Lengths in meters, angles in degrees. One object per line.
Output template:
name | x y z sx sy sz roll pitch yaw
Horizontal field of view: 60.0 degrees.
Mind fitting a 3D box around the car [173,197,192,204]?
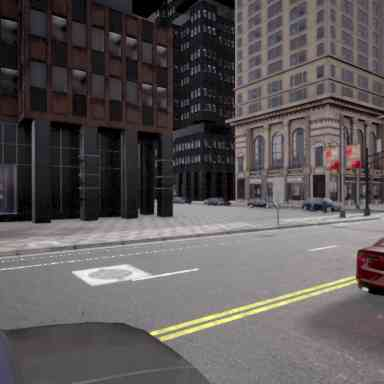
car | -2.128 1.608 62.138 2.033 1.411 5.357 0 0 -35

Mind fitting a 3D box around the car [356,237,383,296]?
car | 5.681 1.477 7.494 5.008 1.535 1.882 0 0 -36

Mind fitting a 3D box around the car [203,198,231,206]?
car | 3.982 1.594 53.429 2.033 1.411 5.357 0 0 -35

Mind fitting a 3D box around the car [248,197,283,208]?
car | 10.814 1.519 49.281 2.128 1.511 4.902 0 0 -35

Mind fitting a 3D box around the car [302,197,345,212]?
car | 14.948 1.376 37.897 2.097 1.767 4.553 0 0 -35

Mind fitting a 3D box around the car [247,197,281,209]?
car | 9.673 1.525 45.363 2.128 1.511 4.902 0 0 -35

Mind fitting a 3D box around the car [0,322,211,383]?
car | -2.334 1.548 1.779 5.357 1.411 2.033 0 0 -35
